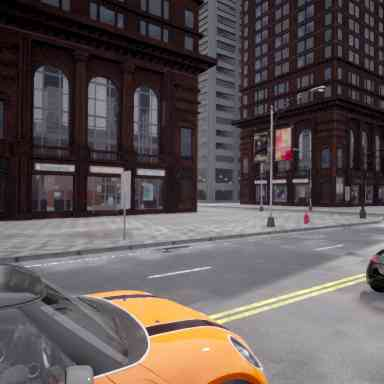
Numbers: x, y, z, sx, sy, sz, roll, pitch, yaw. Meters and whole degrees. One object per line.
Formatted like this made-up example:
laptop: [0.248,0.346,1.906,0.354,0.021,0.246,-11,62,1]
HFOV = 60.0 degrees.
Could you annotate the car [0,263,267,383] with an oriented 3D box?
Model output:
car: [-1.536,1.352,2.343,4.553,1.767,2.097,0,0,-36]

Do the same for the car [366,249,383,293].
car: [5.890,1.576,7.665,4.181,1.385,1.994,0,0,-35]
